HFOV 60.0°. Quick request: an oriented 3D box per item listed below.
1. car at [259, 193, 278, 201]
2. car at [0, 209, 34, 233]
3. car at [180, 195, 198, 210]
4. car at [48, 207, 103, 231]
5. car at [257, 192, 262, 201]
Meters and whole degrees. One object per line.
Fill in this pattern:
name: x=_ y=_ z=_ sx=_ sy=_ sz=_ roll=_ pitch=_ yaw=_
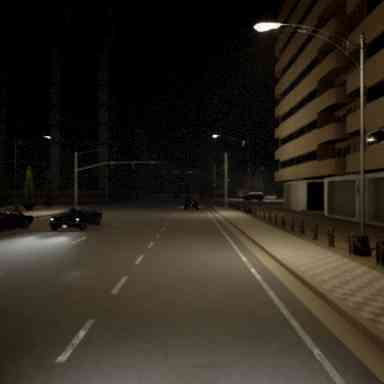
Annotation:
car: x=20.822 y=1.449 z=88.906 sx=3.806 sy=1.475 sz=1.970 roll=0 pitch=0 yaw=0
car: x=-10.552 y=1.591 z=18.005 sx=1.895 sy=1.301 sz=4.718 roll=0 pitch=0 yaw=1
car: x=-0.155 y=1.484 z=42.670 sx=2.128 sy=1.511 sz=4.902 roll=0 pitch=0 yaw=-1
car: x=-7.028 y=1.593 z=20.567 sx=1.895 sy=1.301 sz=4.718 roll=0 pitch=0 yaw=1
car: x=20.809 y=1.417 z=91.801 sx=3.905 sy=1.438 sz=1.784 roll=0 pitch=0 yaw=0
